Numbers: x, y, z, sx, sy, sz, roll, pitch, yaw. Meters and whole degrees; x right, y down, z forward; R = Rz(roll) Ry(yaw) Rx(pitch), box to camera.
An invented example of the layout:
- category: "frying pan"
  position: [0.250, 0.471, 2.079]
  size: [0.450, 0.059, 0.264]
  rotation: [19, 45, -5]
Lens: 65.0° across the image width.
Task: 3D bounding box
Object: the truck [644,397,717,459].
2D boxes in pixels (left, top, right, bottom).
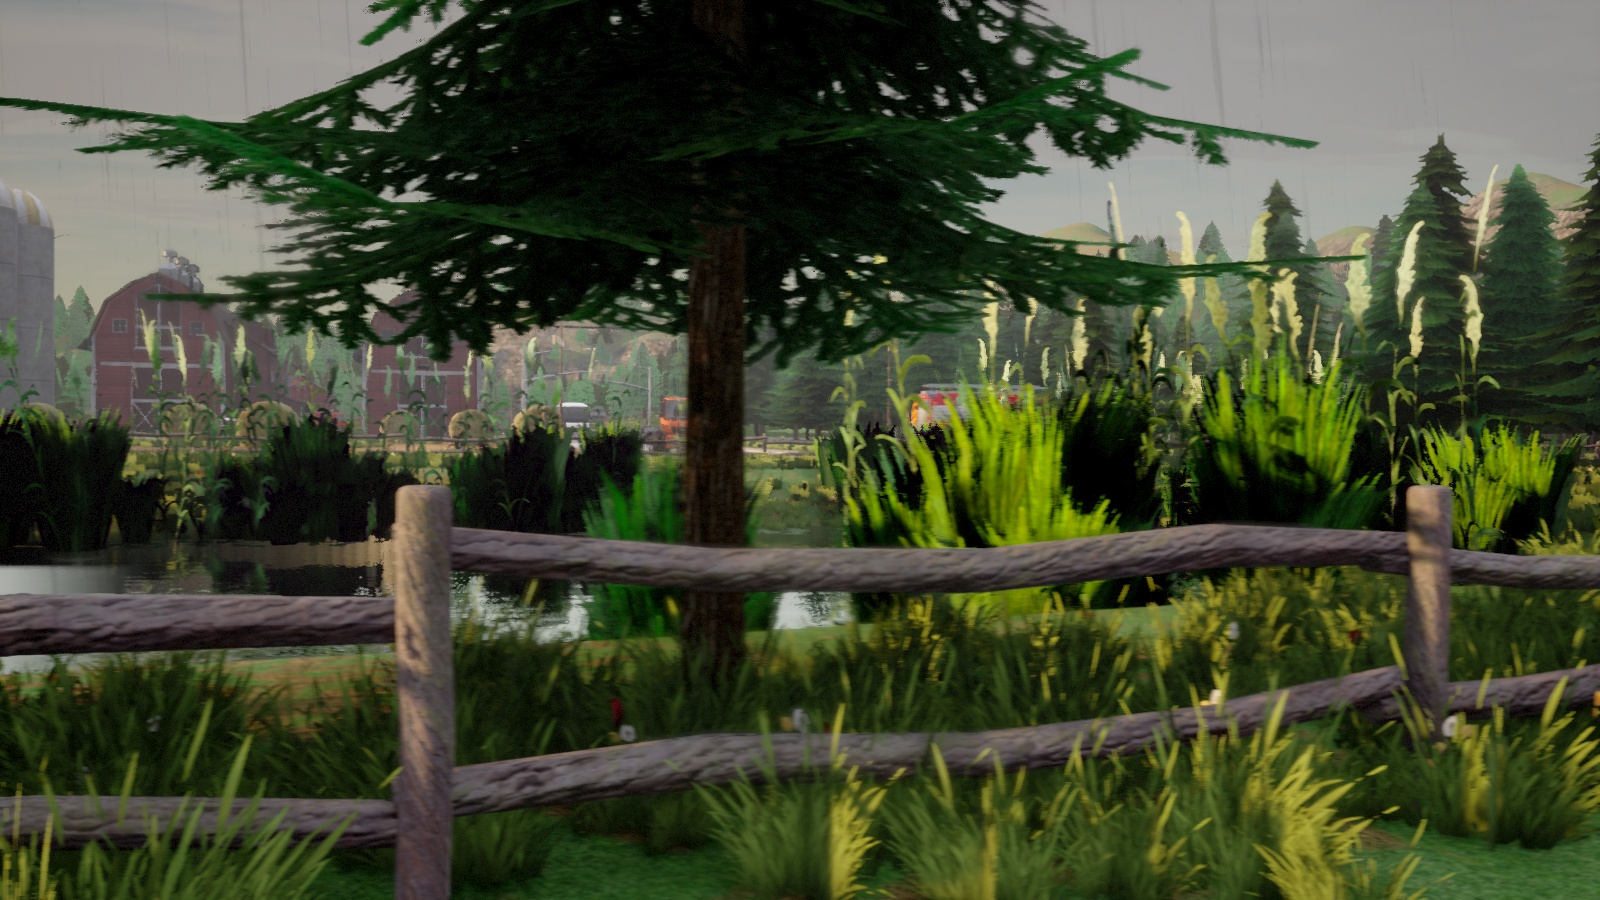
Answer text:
- category: "truck"
  position: [-7.211, -1.316, 74.579]
  size: [2.891, 3.462, 7.936]
  rotation: [-1, 1, -16]

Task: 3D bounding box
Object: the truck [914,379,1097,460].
- category: "truck"
  position: [10.183, -1.524, 62.427]
  size: [8.468, 3.827, 2.891]
  rotation: [-1, 1, -13]
